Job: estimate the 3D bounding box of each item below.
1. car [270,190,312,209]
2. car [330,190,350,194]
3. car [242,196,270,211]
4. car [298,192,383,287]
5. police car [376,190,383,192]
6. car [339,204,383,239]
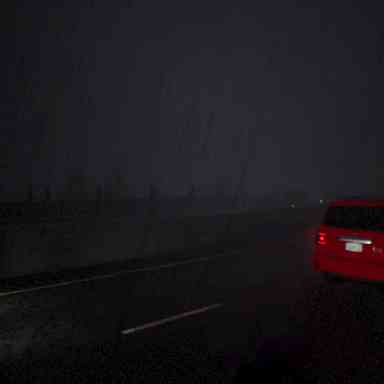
[{"bbox_3d":[10.457,0.868,34.754,2.150,2.045,5.566,0,0,35],"label":"car"},{"bbox_3d":[14.789,0.940,34.944,2.097,1.767,4.553,-1,0,34],"label":"car"},{"bbox_3d":[7.157,1.167,36.193,2.128,1.511,4.902,0,0,36],"label":"car"},{"bbox_3d":[5.134,1.106,8.072,5.566,2.045,2.150,-1,1,-40],"label":"car"},{"bbox_3d":[45.882,0.321,81.041,1.930,1.638,5.238,-1,0,3],"label":"police car"},{"bbox_3d":[9.298,1.377,16.778,1.895,1.301,4.718,0,1,44],"label":"car"}]
